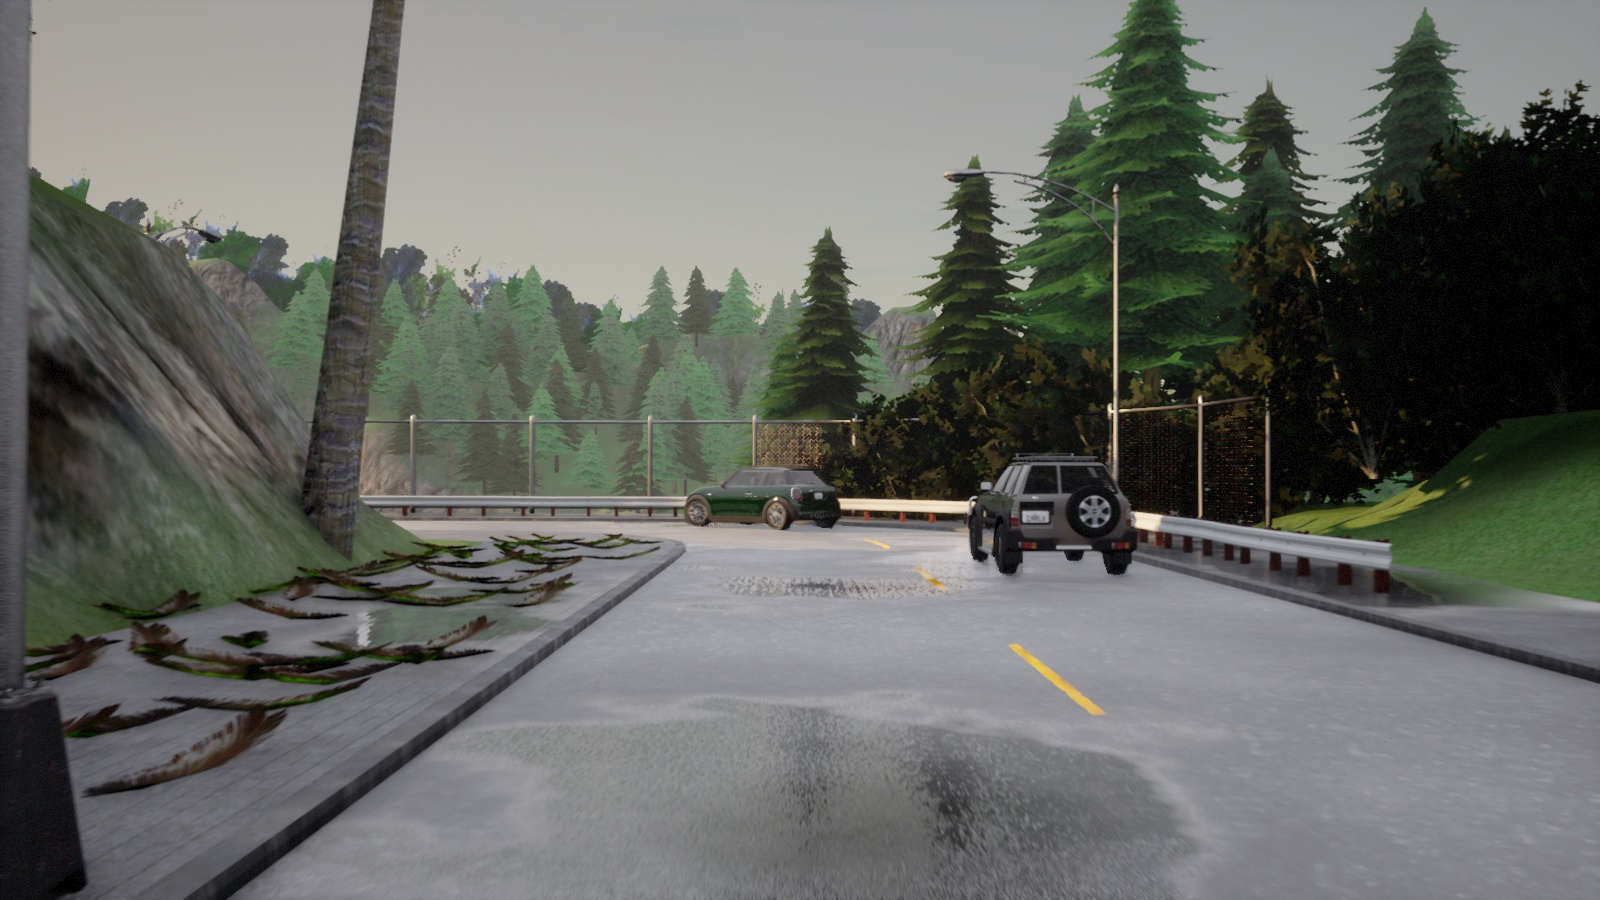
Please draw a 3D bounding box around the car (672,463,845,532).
[{"bbox_3d":[-1.183,1.258,34.534,4.553,1.767,2.097,-1,-1,41],"label":"car"}]

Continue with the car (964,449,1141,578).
[{"bbox_3d":[3.942,0.957,20.420,1.932,1.855,4.605,0,-1,0],"label":"car"}]
